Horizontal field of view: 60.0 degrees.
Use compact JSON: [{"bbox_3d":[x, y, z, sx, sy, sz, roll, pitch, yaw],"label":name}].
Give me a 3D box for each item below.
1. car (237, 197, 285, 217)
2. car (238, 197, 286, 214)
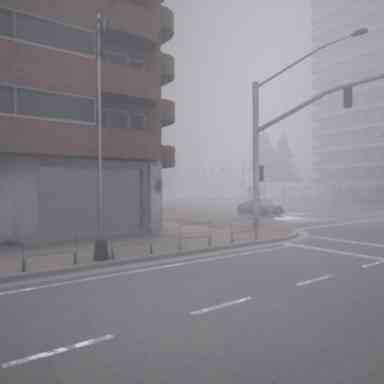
[{"bbox_3d":[5.688,1.319,27.951,1.994,1.385,4.181,-1,1,-35],"label":"car"},{"bbox_3d":[6.737,1.240,32.551,1.812,1.442,4.674,-1,0,-35],"label":"car"}]
